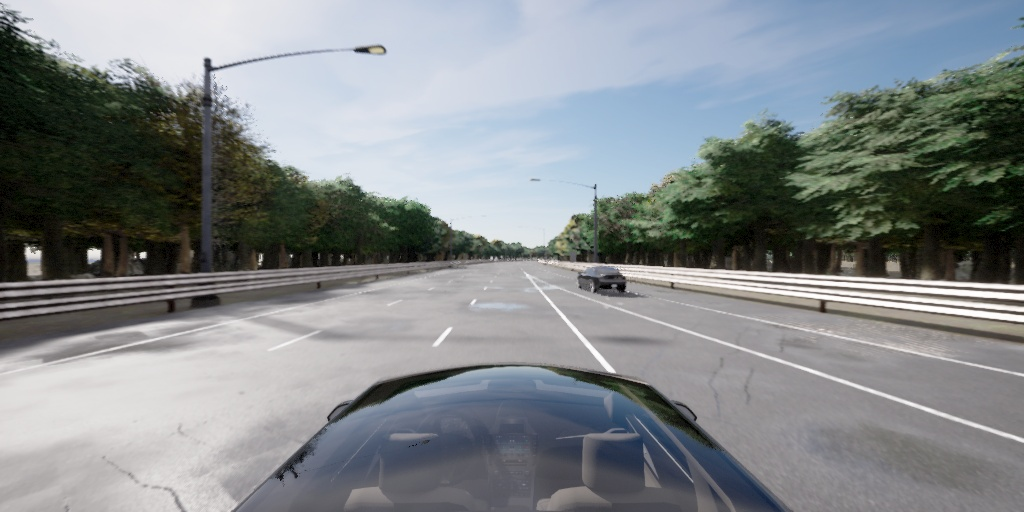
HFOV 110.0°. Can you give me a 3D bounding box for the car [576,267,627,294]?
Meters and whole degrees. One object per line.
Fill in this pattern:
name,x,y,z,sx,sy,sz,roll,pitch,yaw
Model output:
car,5.232,1.379,21.545,1.837,1.490,4.892,0,0,-6
